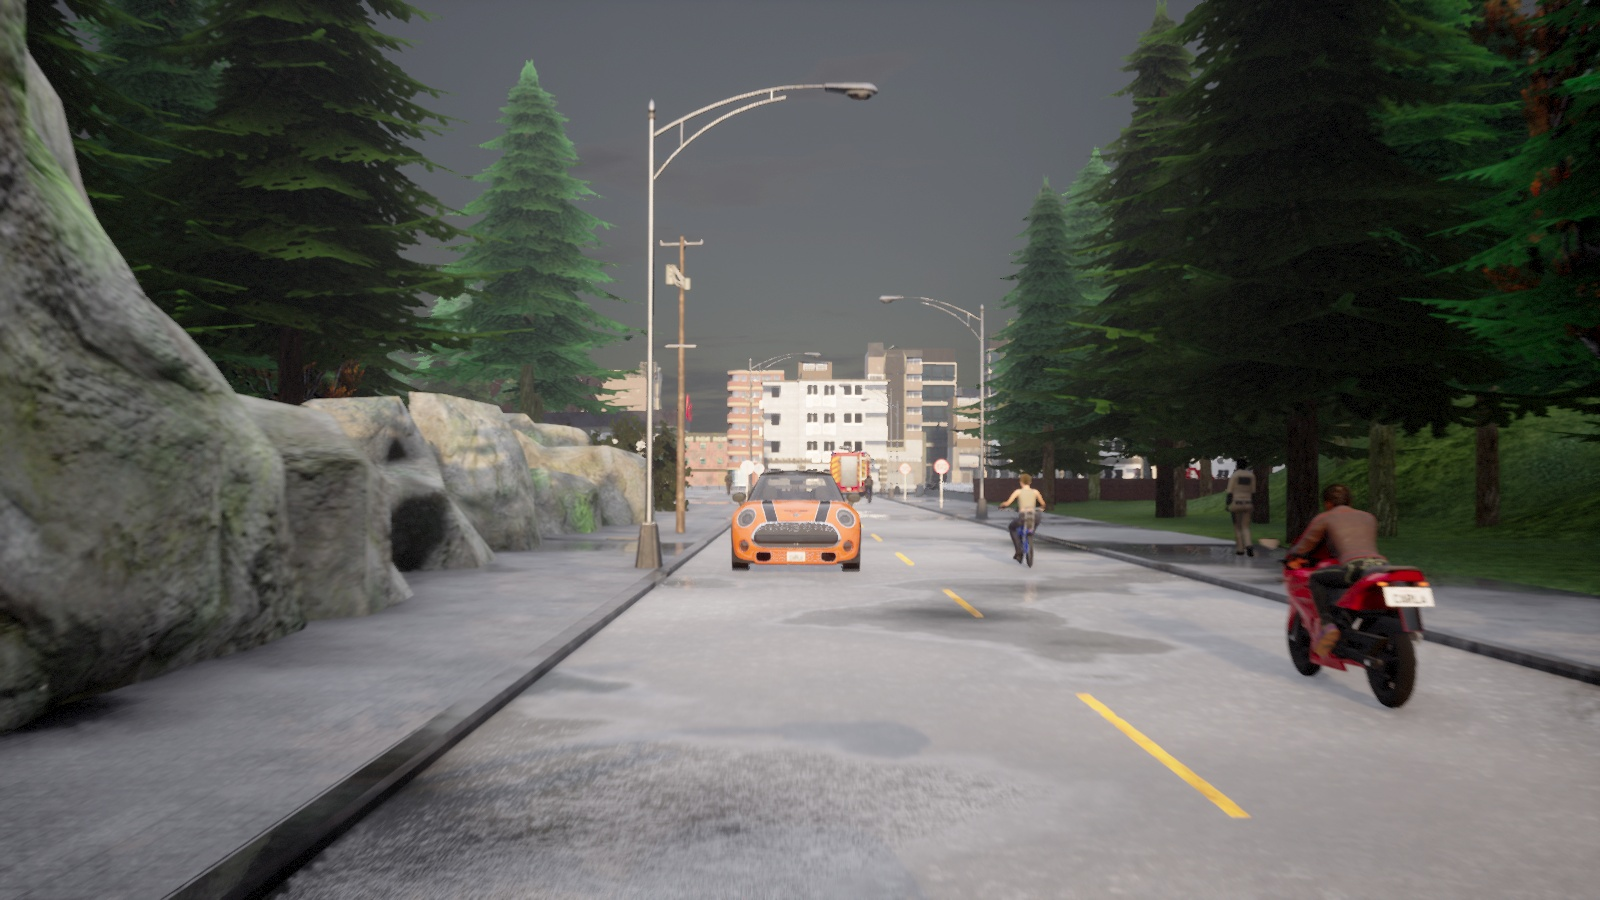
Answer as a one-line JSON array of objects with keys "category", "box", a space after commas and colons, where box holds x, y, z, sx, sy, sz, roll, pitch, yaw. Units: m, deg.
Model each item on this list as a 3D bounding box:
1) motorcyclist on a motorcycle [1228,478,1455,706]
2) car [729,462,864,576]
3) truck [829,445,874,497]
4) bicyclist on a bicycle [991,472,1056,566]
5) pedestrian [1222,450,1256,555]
[{"category": "motorcyclist on a motorcycle", "box": [3.976, 0.978, 9.437, 0.797, 1.523, 2.044, 0, -2, 0]}, {"category": "car", "box": [-0.056, 1.123, 21.792, 2.097, 1.767, 4.553, 0, -1, 0]}, {"category": "truck", "box": [4.085, 1.625, 97.696, 2.891, 3.827, 8.468, -1, -1, 6]}, {"category": "bicyclist on a bicycle", "box": [3.938, 1.193, 22.234, 0.866, 1.612, 1.509, 0, -1, 0]}, {"category": "pedestrian", "box": [8.238, 0.977, 23.588, 0.396, 1.930, 0.692, 0, -1, 2]}]
